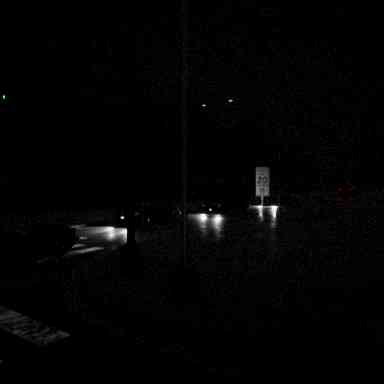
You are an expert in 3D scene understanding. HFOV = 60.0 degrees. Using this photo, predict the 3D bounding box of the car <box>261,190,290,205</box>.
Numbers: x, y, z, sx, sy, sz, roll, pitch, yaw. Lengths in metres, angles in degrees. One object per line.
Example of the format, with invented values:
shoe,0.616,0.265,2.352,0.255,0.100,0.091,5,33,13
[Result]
car,8.894,0.557,35.197,1.837,1.490,4.892,0,2,35

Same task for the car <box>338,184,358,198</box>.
car,24.392,-0.219,51.953,2.150,2.045,5.566,0,2,35

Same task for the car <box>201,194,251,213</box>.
car,2.887,0.859,26.734,2.033,1.411,5.357,0,2,35

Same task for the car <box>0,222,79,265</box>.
car,-5.711,1.467,9.494,1.895,1.301,4.718,1,4,35

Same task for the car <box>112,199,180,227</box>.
car,-2.524,1.118,19.102,1.994,1.385,4.181,0,2,35
